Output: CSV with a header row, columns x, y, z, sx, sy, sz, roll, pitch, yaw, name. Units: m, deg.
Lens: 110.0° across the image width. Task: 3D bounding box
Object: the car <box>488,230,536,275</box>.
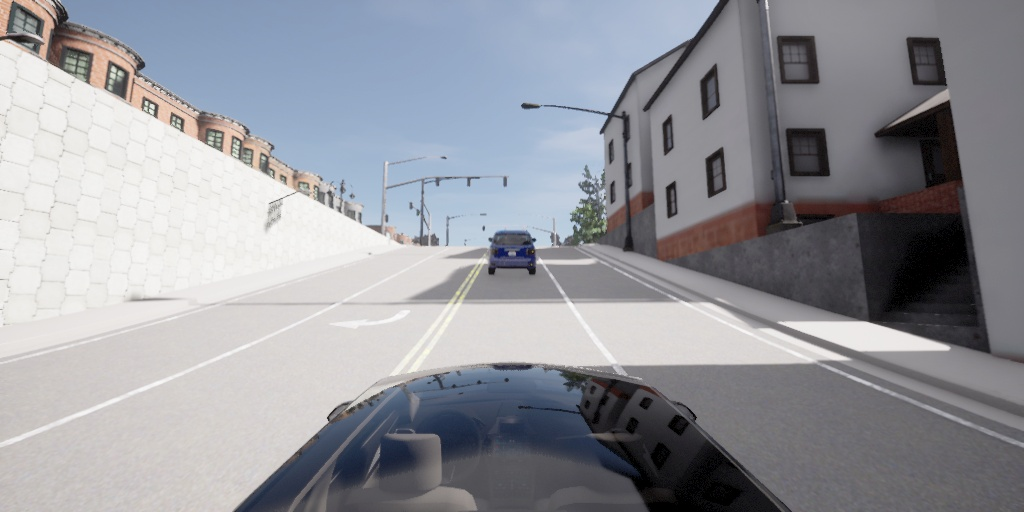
x,y,z,sx,sy,sz,roll,pitch,yaw,name
0.011,-0.297,17.774,2.150,2.045,5.566,1,6,0,car
